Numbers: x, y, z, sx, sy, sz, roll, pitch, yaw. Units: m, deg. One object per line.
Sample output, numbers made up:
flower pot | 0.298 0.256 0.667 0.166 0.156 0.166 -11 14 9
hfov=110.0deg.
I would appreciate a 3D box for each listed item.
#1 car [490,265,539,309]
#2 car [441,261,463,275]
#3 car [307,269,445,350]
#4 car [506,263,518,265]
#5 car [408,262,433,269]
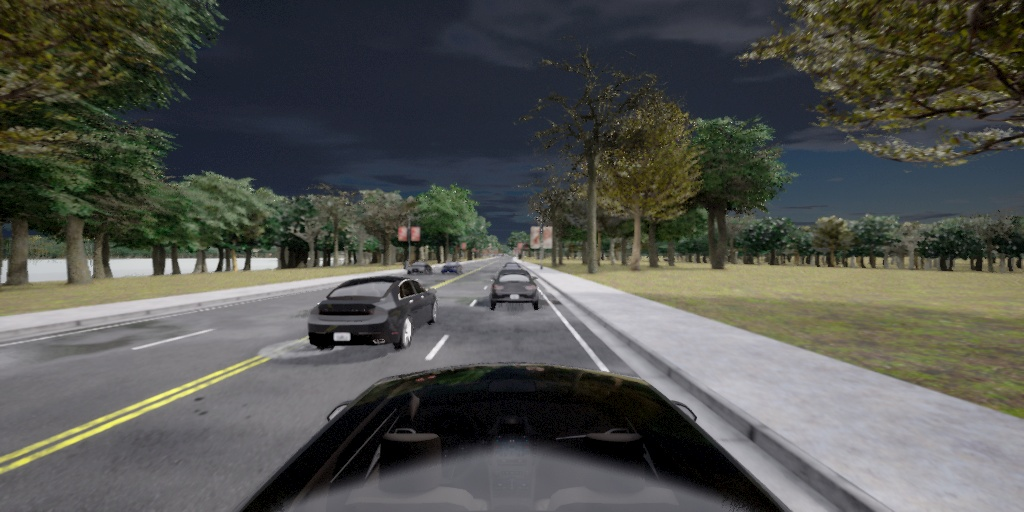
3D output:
car | 0.086 1.277 14.914 1.812 1.442 4.674 0 0 0
car | -6.647 1.315 40.263 2.033 1.411 5.357 0 0 0
car | -3.154 1.256 9.070 1.837 1.490 4.892 0 0 0
car | 0.002 1.326 35.406 1.994 1.385 4.181 0 0 0
car | -9.903 1.330 38.751 1.994 1.385 4.181 0 0 0
